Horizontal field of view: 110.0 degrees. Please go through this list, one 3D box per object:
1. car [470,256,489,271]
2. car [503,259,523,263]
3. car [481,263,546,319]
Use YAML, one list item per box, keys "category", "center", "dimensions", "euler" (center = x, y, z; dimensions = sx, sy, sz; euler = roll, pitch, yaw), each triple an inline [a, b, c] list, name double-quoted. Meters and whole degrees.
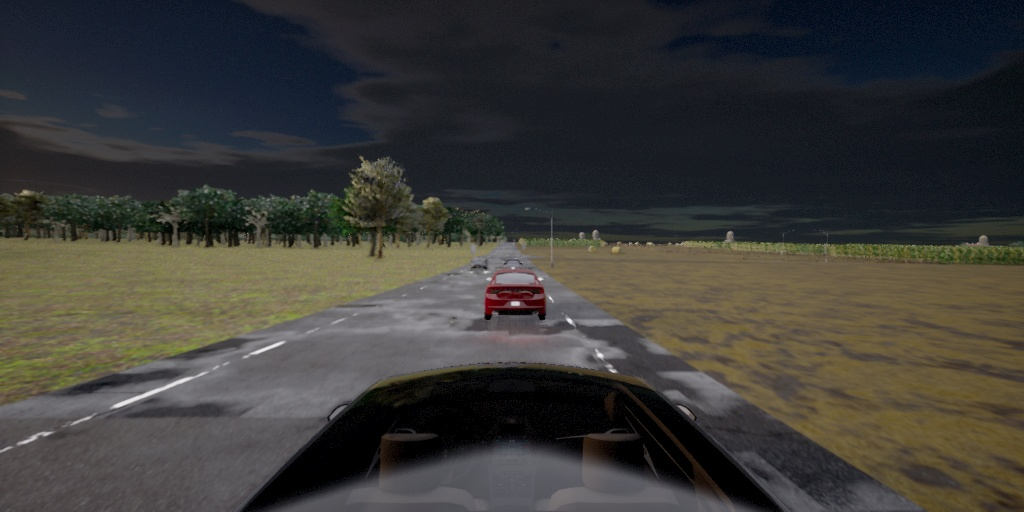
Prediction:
- category: "car"
  center: [-3.593, 0.826, 40.023]
  dimensions: [1.837, 1.490, 4.892]
  euler: [0, 1, 0]
- category: "car"
  center: [0.097, 1.000, 33.486]
  dimensions: [1.994, 1.385, 4.181]
  euler: [0, 1, 0]
- category: "car"
  center: [0.098, 1.188, 12.667]
  dimensions: [1.882, 1.535, 5.008]
  euler: [0, 0, 0]
